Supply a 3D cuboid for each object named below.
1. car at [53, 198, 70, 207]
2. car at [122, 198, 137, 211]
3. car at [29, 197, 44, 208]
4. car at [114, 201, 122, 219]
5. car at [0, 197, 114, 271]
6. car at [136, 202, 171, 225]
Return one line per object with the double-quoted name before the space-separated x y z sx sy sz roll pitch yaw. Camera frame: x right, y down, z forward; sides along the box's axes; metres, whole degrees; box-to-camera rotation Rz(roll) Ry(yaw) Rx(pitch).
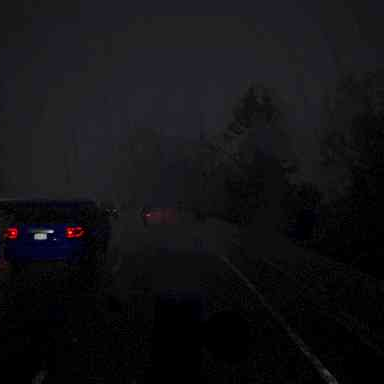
"car" -20.721 1.655 52.727 1.895 1.301 4.718 0 0 -28
"car" -8.005 1.544 41.831 2.128 1.511 4.902 0 0 -20
"car" -24.139 1.550 51.652 1.837 1.490 4.892 0 0 -28
"car" -7.644 1.585 29.697 2.033 1.411 5.357 0 0 -15
"car" -4.172 1.239 11.214 2.150 2.045 5.566 0 0 -6
"car" -2.718 1.579 24.198 2.033 1.411 5.357 0 0 -12
